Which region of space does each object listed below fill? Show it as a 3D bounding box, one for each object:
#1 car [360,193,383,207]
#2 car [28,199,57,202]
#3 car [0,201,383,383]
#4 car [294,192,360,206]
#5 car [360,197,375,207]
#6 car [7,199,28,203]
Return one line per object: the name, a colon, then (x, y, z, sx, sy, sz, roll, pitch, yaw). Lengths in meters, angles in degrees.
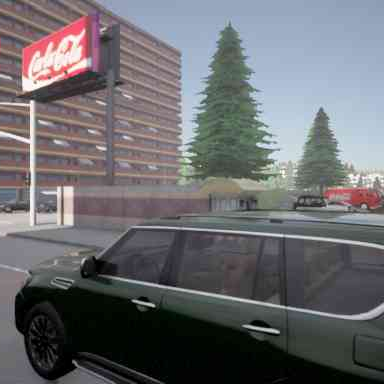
car: (26.191, 1.283, 48.085, 3.988, 1.617, 1.851, 0, 0, 35)
car: (-14.847, 1.552, 35.824, 1.994, 1.385, 4.181, 0, 0, 35)
car: (0.248, 1.221, 3.815, 5.566, 2.045, 2.150, 0, 0, 35)
car: (8.788, 1.147, 22.271, 3.866, 1.878, 1.905, 0, 0, 35)
car: (10.725, 1.337, 24.330, 4.193, 1.474, 1.816, 0, 0, 35)
car: (-18.805, 1.479, 36.280, 2.128, 1.511, 4.902, 0, 0, 35)
